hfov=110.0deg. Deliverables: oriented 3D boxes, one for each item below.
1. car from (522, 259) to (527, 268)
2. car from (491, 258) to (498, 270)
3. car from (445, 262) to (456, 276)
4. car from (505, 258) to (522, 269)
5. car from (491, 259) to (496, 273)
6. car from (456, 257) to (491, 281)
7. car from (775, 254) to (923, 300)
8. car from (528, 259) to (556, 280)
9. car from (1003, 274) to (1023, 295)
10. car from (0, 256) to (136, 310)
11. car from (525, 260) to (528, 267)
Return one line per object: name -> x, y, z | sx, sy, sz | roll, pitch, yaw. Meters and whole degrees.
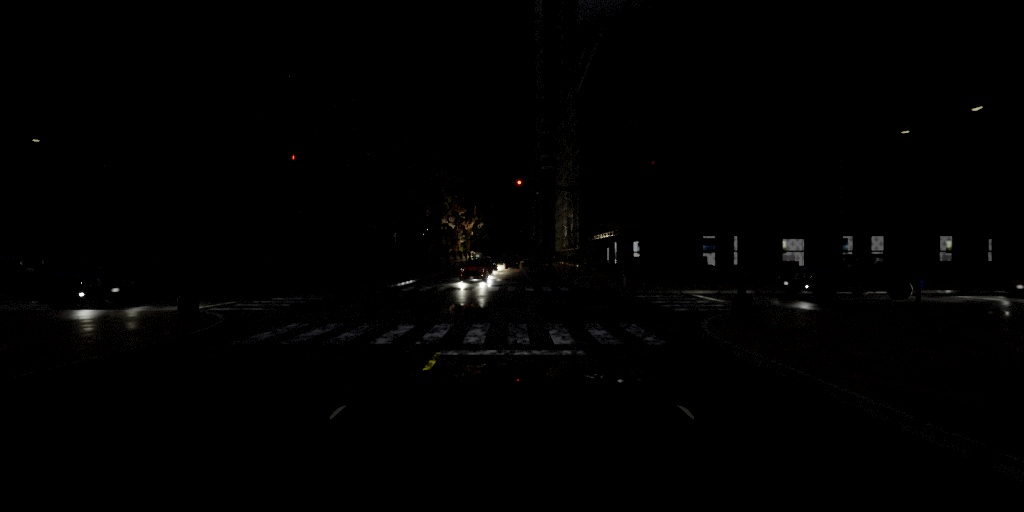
car -> 2.647, 1.313, 59.241 | 1.948, 1.339, 4.313 | 0, 0, 0
car -> -3.124, 1.103, 49.770 | 2.097, 1.767, 4.553 | 0, 0, 0
car -> -5.716, 1.296, 36.507 | 1.888, 1.381, 4.507 | 0, 0, 0
car -> 0.052, 1.100, 56.586 | 2.097, 1.767, 4.553 | 0, 0, 2
car -> -3.127, 1.352, 39.794 | 1.895, 1.301, 4.718 | 0, 0, 0
car -> -3.121, 1.103, 30.007 | 2.097, 1.767, 4.553 | 0, 0, 0
car -> 15.700, 0.925, 16.873 | 5.566, 2.045, 2.150 | 0, 0, 1
car -> 2.669, 1.191, 30.835 | 1.967, 1.591, 4.097 | 0, 0, 0
car -> 26.129, 1.163, 16.659 | 4.902, 1.511, 2.128 | 0, 0, 1
car -> -18.587, 1.015, 14.366 | 5.566, 2.045, 2.150 | 0, 0, 1
car -> 2.664, 1.317, 36.516 | 1.948, 1.339, 4.313 | 0, 0, 0
